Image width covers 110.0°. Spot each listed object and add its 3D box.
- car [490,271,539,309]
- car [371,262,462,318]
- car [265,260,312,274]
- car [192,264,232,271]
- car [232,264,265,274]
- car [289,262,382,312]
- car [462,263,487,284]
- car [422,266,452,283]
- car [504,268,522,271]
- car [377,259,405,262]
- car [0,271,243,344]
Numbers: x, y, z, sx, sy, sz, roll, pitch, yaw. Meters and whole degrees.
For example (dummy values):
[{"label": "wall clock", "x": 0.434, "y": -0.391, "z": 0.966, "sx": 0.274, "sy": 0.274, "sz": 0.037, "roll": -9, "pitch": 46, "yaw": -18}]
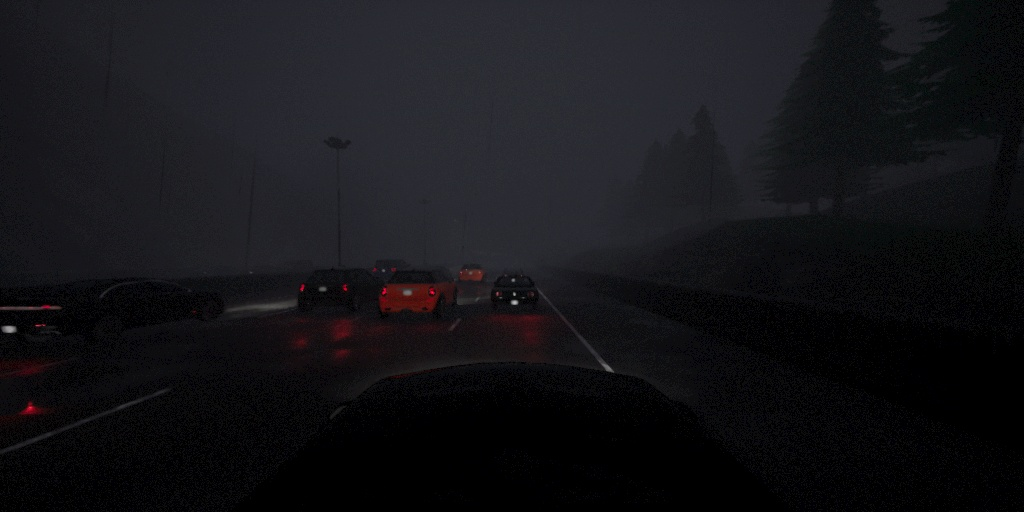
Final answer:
[{"label": "car", "x": 0.104, "y": 1.514, "z": 15.913, "sx": 1.895, "sy": 1.301, "sz": 4.718, "roll": 0, "pitch": -1, "yaw": 0}, {"label": "car", "x": -3.399, "y": 1.242, "z": 13.819, "sx": 2.097, "sy": 1.767, "sz": 4.553, "roll": 0, "pitch": -1, "yaw": 0}, {"label": "car", "x": -24.581, "y": 1.419, "z": 40.488, "sx": 2.150, "sy": 2.045, "sz": 5.566, "roll": 0, "pitch": -1, "yaw": 0}, {"label": "car", "x": -31.579, "y": 1.649, "z": 38.210, "sx": 1.882, "sy": 1.535, "sz": 5.008, "roll": 0, "pitch": -1, "yaw": 0}, {"label": "car", "x": -28.080, "y": 1.670, "z": 39.993, "sx": 1.882, "sy": 1.535, "sz": 5.008, "roll": 0, "pitch": -1, "yaw": 0}, {"label": "car", "x": -6.897, "y": 1.257, "z": 15.189, "sx": 2.097, "sy": 1.767, "sz": 4.553, "roll": 0, "pitch": -1, "yaw": 0}, {"label": "car", "x": -3.395, "y": 1.445, "z": 31.487, "sx": 2.097, "sy": 1.767, "sz": 4.553, "roll": 0, "pitch": -1, "yaw": 0}, {"label": "car", "x": -6.894, "y": 1.640, "z": 33.356, "sx": 1.812, "sy": 1.442, "sz": 4.674, "roll": 0, "pitch": -1, "yaw": 0}, {"label": "car", "x": 0.106, "y": 1.691, "z": 31.288, "sx": 1.895, "sy": 1.301, "sz": 4.718, "roll": 0, "pitch": -1, "yaw": 0}, {"label": "car", "x": -10.394, "y": 1.317, "z": 31.702, "sx": 2.150, "sy": 2.045, "sz": 5.566, "roll": 0, "pitch": -1, "yaw": 0}, {"label": "car", "x": -10.399, "y": 1.335, "z": 9.848, "sx": 2.128, "sy": 1.511, "sz": 4.902, "roll": 0, "pitch": -1, "yaw": 0}]
